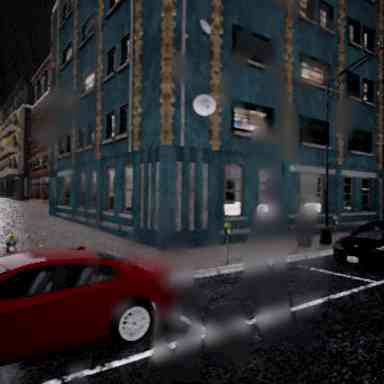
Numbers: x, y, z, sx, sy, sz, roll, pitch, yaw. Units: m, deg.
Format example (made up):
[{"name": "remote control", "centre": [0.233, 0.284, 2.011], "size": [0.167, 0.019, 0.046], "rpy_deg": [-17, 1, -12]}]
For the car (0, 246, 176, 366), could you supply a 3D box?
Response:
[{"name": "car", "centre": [-2.375, 1.552, 4.857], "size": [4.507, 1.381, 1.887], "rpy_deg": [1, 0, -36]}]

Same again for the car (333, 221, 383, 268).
[{"name": "car", "centre": [6.617, 1.672, 11.273], "size": [4.313, 1.339, 1.947], "rpy_deg": [1, 0, -36]}]
